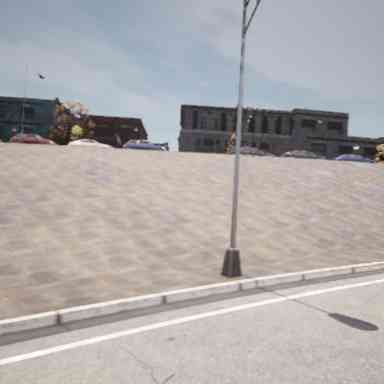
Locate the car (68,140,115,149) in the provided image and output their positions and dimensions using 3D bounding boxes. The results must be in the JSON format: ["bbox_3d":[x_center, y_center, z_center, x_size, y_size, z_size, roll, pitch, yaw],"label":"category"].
[{"bbox_3d":[-10.215,-4.570,34.015,4.674,1.452,2.002,3,-2,-3],"label":"car"}]

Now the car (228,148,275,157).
[{"bbox_3d":[6.186,-3.826,34.761,4.892,1.521,2.231,3,-2,-3],"label":"car"}]

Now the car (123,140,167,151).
[{"bbox_3d":[-4.726,-4.475,34.268,4.553,1.767,2.185,3,-2,-3],"label":"car"}]

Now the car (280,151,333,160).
[{"bbox_3d":[11.692,-3.549,35.020,4.892,1.521,2.231,3,-2,-3],"label":"car"}]

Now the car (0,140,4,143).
[{"bbox_3d":[-21.381,-5.264,33.511,4.553,1.767,2.185,3,-2,-3],"label":"car"}]

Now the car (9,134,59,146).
[{"bbox_3d":[-15.872,-5.006,33.761,4.553,1.767,2.185,3,-2,-3],"label":"car"}]

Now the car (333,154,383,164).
[{"bbox_3d":[17.219,-3.211,35.382,4.674,1.452,2.002,3,-2,-4],"label":"car"}]
